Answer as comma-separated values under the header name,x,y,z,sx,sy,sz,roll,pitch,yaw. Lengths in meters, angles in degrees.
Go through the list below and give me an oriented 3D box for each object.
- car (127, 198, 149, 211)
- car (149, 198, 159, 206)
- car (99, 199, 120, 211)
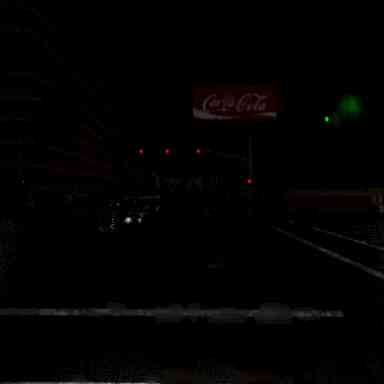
name,x,y,z,sx,sy,sz,roll,pitch,yaw
car,-7.080,1.726,42.589,1.895,1.301,4.718,0,0,0
car,-7.045,1.775,59.222,1.895,1.301,4.718,0,0,0
car,-10.579,1.652,42.982,1.812,1.442,4.674,0,0,0
